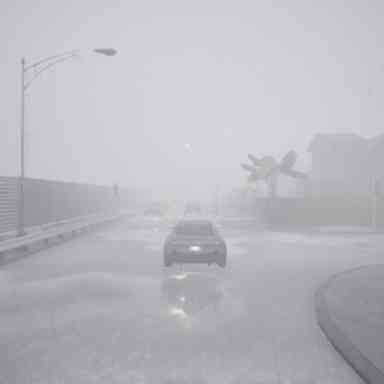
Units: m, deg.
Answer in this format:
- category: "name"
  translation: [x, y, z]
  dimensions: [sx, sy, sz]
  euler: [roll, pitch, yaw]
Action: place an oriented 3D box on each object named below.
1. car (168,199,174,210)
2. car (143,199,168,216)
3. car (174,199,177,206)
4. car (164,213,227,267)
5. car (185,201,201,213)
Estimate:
- category: "car"
  translation: [-4.073, 1.841, 48.409]
  dimensions: [1.882, 1.535, 5.008]
  euler: [0, 0, 0]
- category: "car"
  translation: [-4.088, 1.820, 36.314]
  dimensions: [2.033, 1.411, 5.357]
  euler: [0, 0, 0]
- category: "car"
  translation: [-3.987, 2.013, 65.260]
  dimensions: [1.812, 1.442, 4.674]
  euler: [0, 0, 0]
- category: "car"
  translation: [0.098, 1.653, 11.808]
  dimensions: [1.994, 1.385, 4.181]
  euler: [0, 0, 0]
- category: "car"
  translation: [0.104, 1.791, 39.996]
  dimensions: [2.128, 1.511, 4.902]
  euler: [0, 0, 0]
